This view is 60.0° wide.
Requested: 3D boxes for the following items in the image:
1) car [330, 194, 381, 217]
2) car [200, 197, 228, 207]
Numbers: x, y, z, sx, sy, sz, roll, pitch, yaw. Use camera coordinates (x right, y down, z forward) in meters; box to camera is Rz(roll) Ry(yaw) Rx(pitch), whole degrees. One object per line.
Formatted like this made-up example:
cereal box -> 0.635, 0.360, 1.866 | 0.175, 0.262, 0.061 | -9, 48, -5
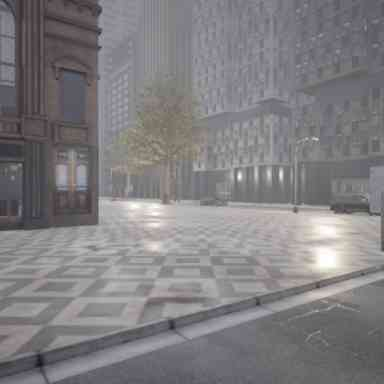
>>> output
car -> 15.527, 1.195, 30.555 | 2.150, 2.045, 5.566 | 0, 0, -36
car -> 3.114, 1.443, 47.905 | 1.837, 1.490, 4.892 | 0, 0, -35
